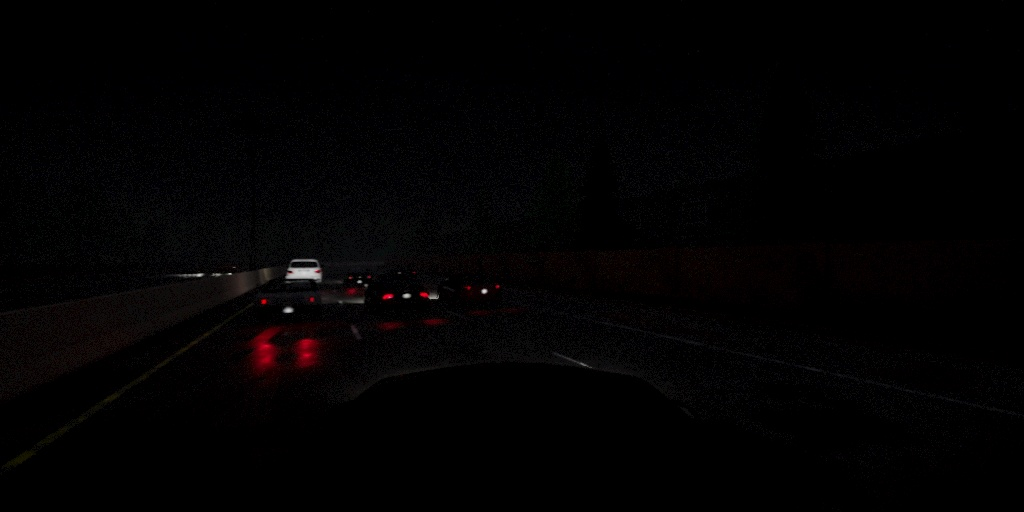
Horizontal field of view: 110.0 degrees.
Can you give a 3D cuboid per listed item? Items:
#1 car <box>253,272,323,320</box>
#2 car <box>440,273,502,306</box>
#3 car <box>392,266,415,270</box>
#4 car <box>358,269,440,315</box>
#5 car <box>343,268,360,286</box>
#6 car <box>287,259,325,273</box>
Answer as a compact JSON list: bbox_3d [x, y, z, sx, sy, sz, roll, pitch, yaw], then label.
[{"bbox_3d":[-8.175,1.469,13.422,1.895,1.301,4.718,0,-1,-28],"label":"car"},{"bbox_3d":[-2.101,1.477,16.911,1.994,1.385,4.181,0,-1,-28],"label":"car"},{"bbox_3d":[-9.246,1.541,30.172,2.128,1.511,4.902,0,-1,-28],"label":"car"},{"bbox_3d":[-4.761,1.431,14.450,2.033,1.411,5.357,0,-1,-28],"label":"car"},{"bbox_3d":[-12.207,1.625,28.283,1.895,1.301,4.718,0,-1,-28],"label":"car"},{"bbox_3d":[-14.966,1.221,26.015,2.150,2.045,5.566,0,0,-28],"label":"car"}]
